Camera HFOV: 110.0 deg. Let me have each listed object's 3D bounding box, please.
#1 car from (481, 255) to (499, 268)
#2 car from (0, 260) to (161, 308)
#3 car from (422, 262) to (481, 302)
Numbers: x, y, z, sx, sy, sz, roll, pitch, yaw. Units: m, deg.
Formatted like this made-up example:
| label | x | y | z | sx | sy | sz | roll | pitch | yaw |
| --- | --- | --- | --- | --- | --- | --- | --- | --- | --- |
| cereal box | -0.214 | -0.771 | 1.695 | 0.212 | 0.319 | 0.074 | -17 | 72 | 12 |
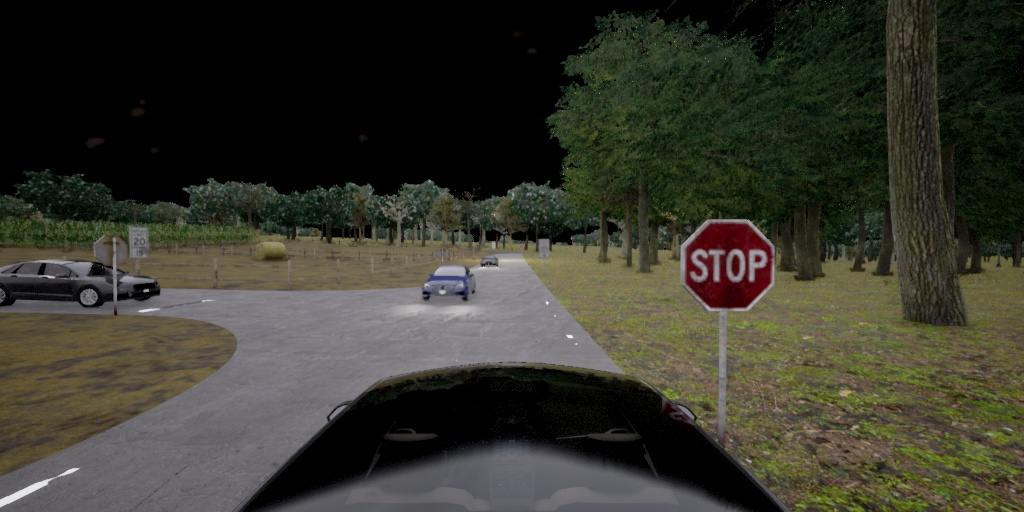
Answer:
| label | x | y | z | sx | sy | sz | roll | pitch | yaw |
| --- | --- | --- | --- | --- | --- | --- | --- | --- | --- |
| car | -2.558 | 0.602 | 41.528 | 1.994 | 1.385 | 4.181 | 0 | 1 | 0 |
| car | -15.230 | 0.914 | 12.503 | 4.892 | 1.490 | 1.837 | 1 | 1 | -1 |
| car | -2.672 | 1.111 | 16.138 | 1.812 | 1.442 | 4.674 | 1 | 1 | 0 |
